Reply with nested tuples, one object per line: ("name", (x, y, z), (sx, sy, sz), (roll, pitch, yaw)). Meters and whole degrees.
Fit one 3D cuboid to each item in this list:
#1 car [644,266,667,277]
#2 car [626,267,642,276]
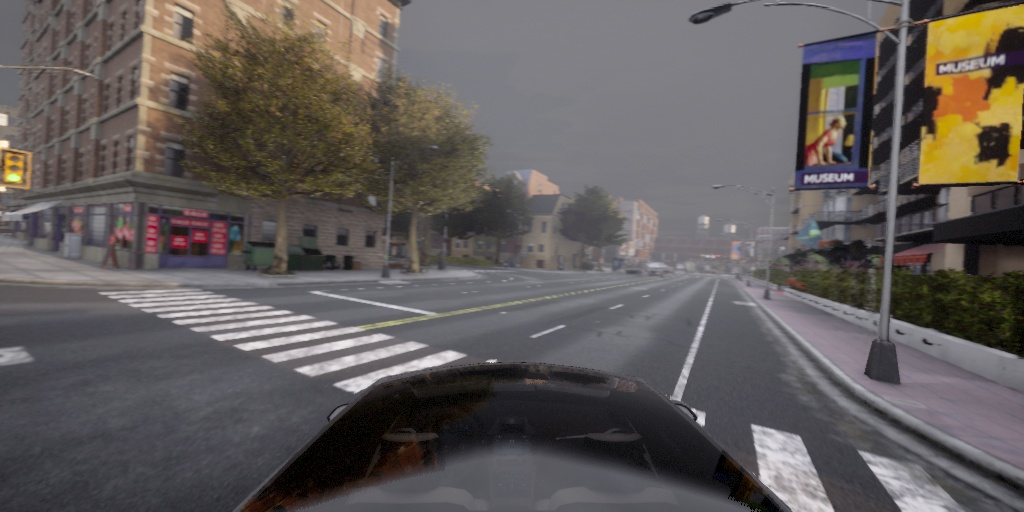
("car", (23.699, 2.758, 59.047), (1.994, 1.385, 4.181), (4, 0, 31))
("car", (20.663, 2.603, 60.763), (1.895, 1.301, 4.718), (4, 0, 31))
